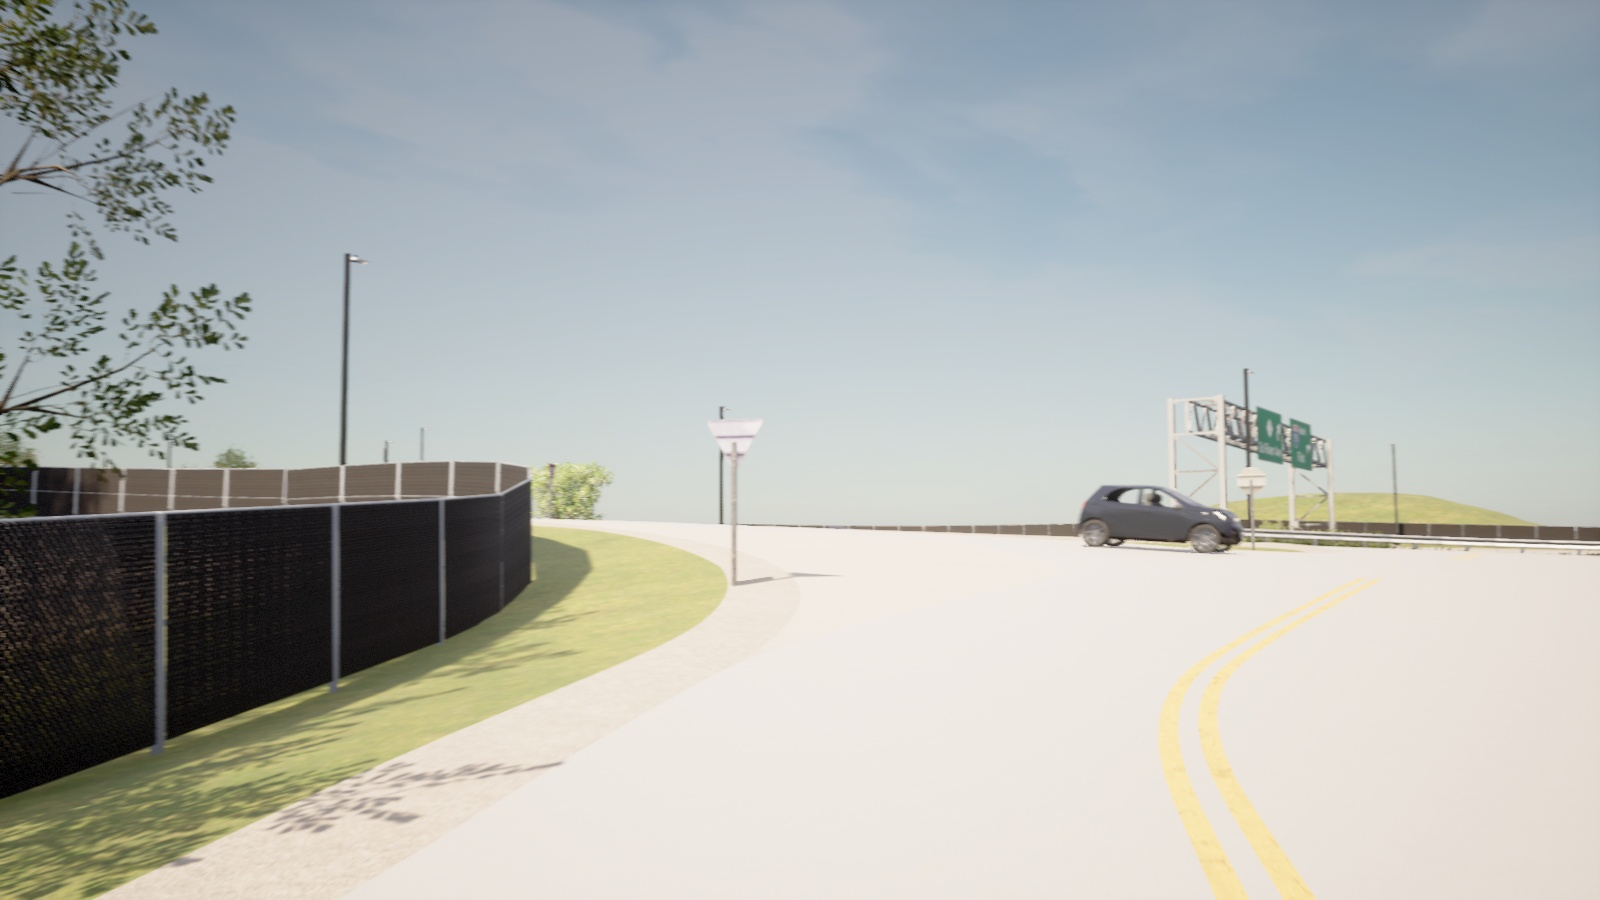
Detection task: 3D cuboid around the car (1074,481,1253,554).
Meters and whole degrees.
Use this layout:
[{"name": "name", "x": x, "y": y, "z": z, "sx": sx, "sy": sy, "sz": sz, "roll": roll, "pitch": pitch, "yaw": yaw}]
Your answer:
[{"name": "car", "x": 8.482, "y": 1.554, "z": 29.311, "sx": 3.633, "sy": 1.501, "sz": 1.845, "roll": 1, "pitch": -3, "yaw": 31}]
